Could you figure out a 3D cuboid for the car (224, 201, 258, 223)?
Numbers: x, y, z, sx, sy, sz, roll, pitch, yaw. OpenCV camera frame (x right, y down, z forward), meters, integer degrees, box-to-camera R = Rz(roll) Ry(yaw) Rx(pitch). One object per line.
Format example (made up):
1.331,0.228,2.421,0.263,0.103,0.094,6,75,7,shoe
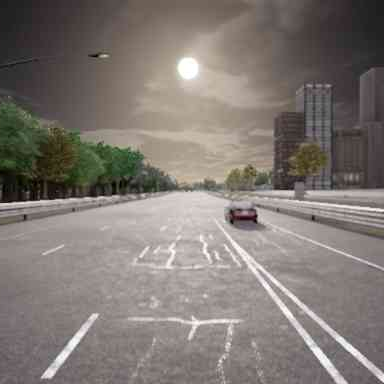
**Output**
3.518,1.407,24.365,2.163,1.488,4.792,0,0,0,car
